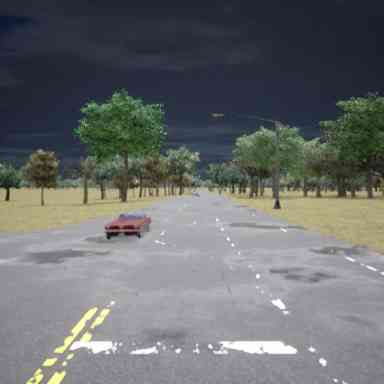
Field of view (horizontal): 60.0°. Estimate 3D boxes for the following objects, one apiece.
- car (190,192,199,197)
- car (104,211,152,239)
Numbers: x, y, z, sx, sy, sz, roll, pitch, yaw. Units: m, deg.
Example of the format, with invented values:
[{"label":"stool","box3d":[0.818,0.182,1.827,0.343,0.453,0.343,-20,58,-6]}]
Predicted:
[{"label":"car","box3d":[0.749,0.639,92.400,1.812,1.442,4.674,0,1,9]},{"label":"car","box3d":[-3.464,1.784,18.682,1.895,1.301,4.718,-1,1,1]}]
